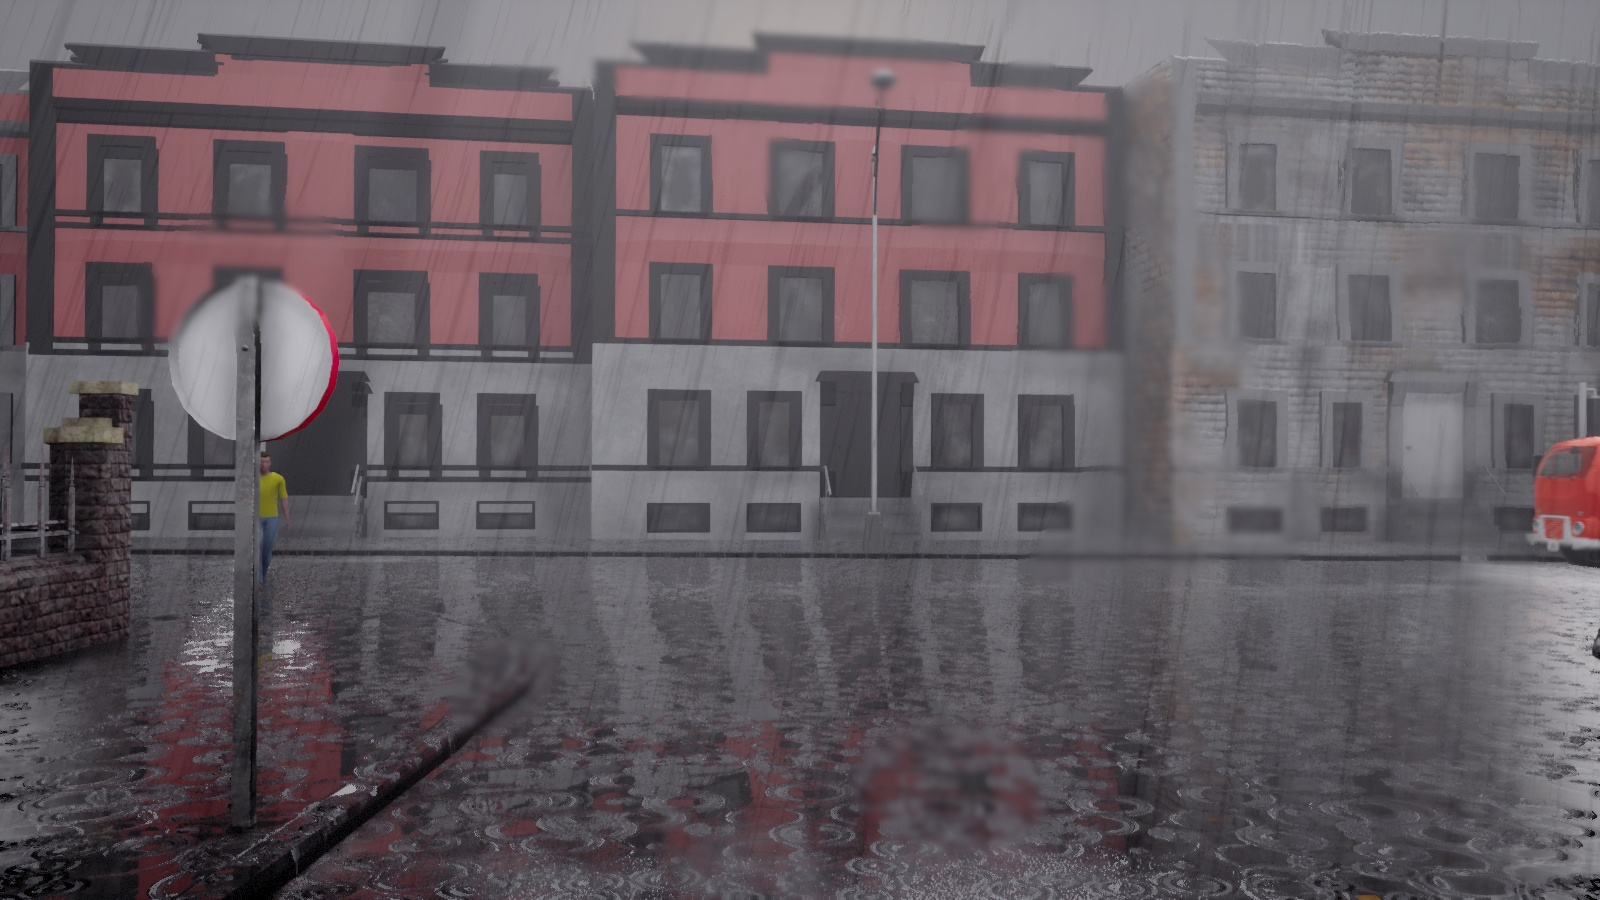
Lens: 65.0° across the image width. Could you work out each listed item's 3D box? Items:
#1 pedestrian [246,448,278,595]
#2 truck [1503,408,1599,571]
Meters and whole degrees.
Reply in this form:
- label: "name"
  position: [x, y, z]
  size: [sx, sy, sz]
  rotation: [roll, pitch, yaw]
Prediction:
- label: "pedestrian"
  position: [-6.886, 0.901, 16.083]
  size: [0.354, 1.836, 0.706]
  rotation: [0, -1, -22]
- label: "truck"
  position: [14.712, 0.610, 20.279]
  size: [5.204, 2.467, 2.627]
  rotation: [0, -1, 1]
